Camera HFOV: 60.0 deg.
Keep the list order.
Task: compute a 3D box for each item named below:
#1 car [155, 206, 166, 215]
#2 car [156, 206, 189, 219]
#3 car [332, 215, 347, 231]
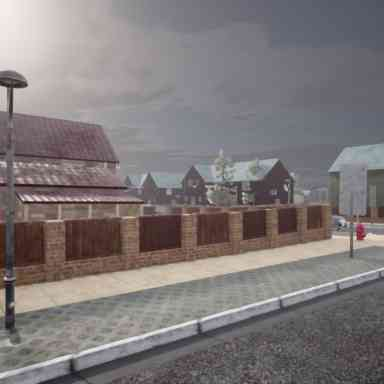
[{"bbox_3d":[-3.974,2.376,39.049,2.128,1.511,4.902,1,-2,-36],"label":"car"},{"bbox_3d":[-2.515,2.495,42.043,1.837,1.490,4.892,1,-2,-36],"label":"car"},{"bbox_3d":[7.939,1.813,22.608,2.128,1.511,4.902,1,-2,-36],"label":"car"}]
